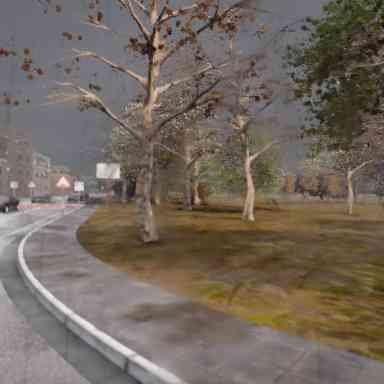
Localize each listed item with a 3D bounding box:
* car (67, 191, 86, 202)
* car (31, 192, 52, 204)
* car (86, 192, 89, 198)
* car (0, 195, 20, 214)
[{"bbox_3d":[-18.692,0.783,53.349,1.994,1.385,4.181,0,1,-12],"label":"car"},{"bbox_3d":[-20.261,0.840,44.822,1.837,1.490,4.892,0,0,-12],"label":"car"},{"bbox_3d":[-20.764,0.543,63.135,2.128,1.511,4.902,0,1,-12],"label":"car"},{"bbox_3d":[-17.123,1.077,30.035,1.882,1.535,5.008,0,1,-12],"label":"car"}]
